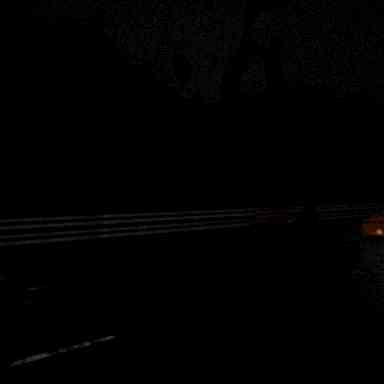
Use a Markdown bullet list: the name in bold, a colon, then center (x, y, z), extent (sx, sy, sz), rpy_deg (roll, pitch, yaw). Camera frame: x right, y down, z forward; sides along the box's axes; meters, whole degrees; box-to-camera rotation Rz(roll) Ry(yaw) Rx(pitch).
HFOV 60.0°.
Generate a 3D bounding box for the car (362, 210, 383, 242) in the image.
- **car**: center (9.616, 1.451, 14.899), extent (5.008, 1.535, 1.882), rpy_deg (0, 1, -35)
